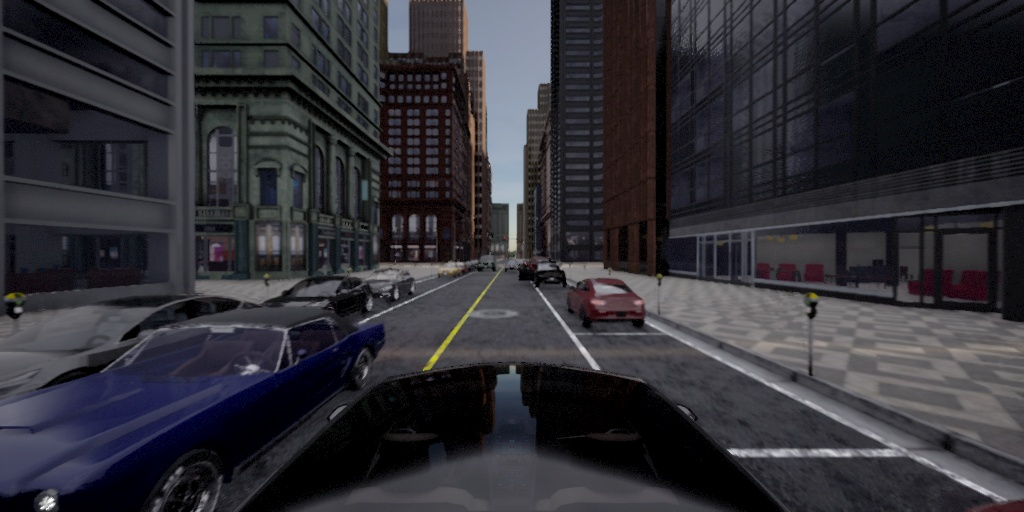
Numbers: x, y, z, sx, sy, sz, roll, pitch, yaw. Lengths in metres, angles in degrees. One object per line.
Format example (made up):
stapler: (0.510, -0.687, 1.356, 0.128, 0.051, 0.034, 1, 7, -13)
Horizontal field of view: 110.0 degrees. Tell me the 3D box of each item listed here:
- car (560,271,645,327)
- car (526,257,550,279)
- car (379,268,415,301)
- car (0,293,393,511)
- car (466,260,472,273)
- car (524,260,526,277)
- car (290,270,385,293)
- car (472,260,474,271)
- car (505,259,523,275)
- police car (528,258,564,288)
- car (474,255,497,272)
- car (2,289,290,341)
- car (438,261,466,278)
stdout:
car: (2.760, 1.313, 11.124, 1.802, 1.307, 4.207, 0, 0, 0)
car: (2.756, 1.008, 33.667, 2.192, 1.841, 5.009, 0, 0, 0)
car: (-5.766, 1.271, 16.753, 2.007, 1.370, 4.403, 0, 0, 0)
car: (-3.102, 1.346, 3.976, 1.895, 1.301, 4.718, 0, 0, 0)
car: (-5.770, 1.268, 39.299, 1.802, 1.307, 4.207, 0, 0, 0)
car: (2.755, 1.000, 39.304, 2.192, 1.841, 5.009, 0, 0, 0)
car: (-5.765, 1.297, 11.117, 1.948, 1.339, 4.313, 0, 0, 0)
car: (-5.771, 1.245, 44.936, 1.948, 1.339, 4.313, 0, 0, 0)
car: (0.012, 1.227, 44.690, 2.033, 1.411, 5.357, 0, 0, 0)
police car: (2.362, 1.133, 23.758, 1.930, 1.638, 5.238, 0, 0, 0)
car: (-3.093, 0.901, 45.120, 2.150, 2.045, 5.566, 0, 0, 0)
car: (-5.764, 1.308, 5.480, 1.948, 1.339, 4.313, 0, 0, 0)
car: (-5.769, 1.219, 33.493, 1.751, 1.417, 4.829, 0, 0, 0)
